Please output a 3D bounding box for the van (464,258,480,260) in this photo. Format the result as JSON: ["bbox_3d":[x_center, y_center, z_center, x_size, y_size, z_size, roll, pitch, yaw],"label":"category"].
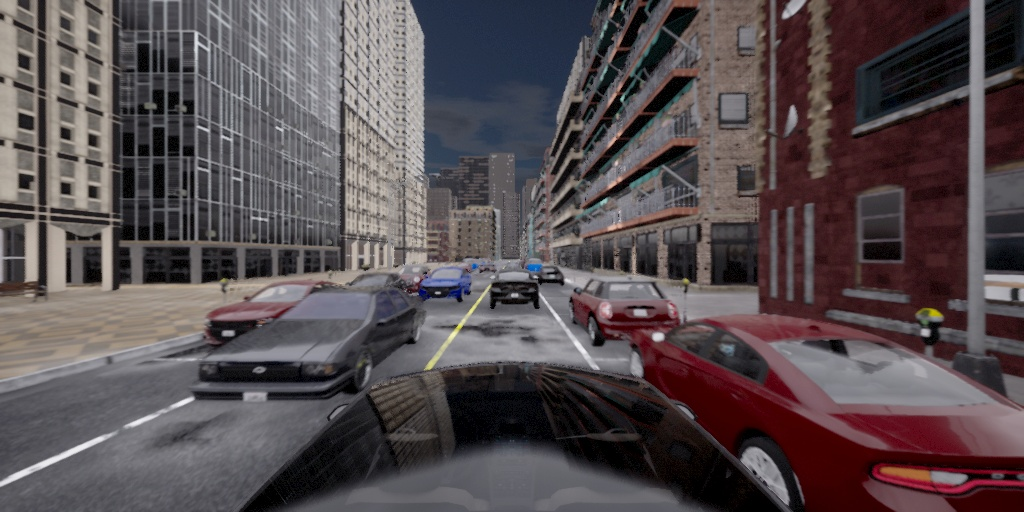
[{"bbox_3d":[-5.698,1.260,48.142,1.690,1.789,3.998,0,0,0],"label":"van"}]

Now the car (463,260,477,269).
[{"bbox_3d":[-5.697,1.443,42.615,1.888,1.381,4.507,0,0,0],"label":"car"}]

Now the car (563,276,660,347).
[{"bbox_3d":[2.687,1.215,9.449,1.967,1.591,4.097,0,0,0],"label":"car"}]

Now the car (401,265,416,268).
[{"bbox_3d":[-5.695,1.253,20.505,1.967,1.591,4.097,0,0,0],"label":"car"}]

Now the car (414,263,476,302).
[{"bbox_3d":[-3.086,1.280,17.491,1.882,1.535,5.008,0,0,0],"label":"car"}]

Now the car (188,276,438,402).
[{"bbox_3d":[-3.083,1.314,6.969,2.033,1.411,5.357,0,0,0],"label":"car"}]

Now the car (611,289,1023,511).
[{"bbox_3d":[2.687,1.302,3.922,1.888,1.381,4.507,0,0,0],"label":"car"}]

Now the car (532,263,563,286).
[{"bbox_3d":[2.685,1.400,26.032,1.948,1.339,4.313,0,0,0],"label":"car"}]

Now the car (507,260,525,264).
[{"bbox_3d":[0.094,1.440,41.176,2.033,1.411,5.357,0,0,0],"label":"car"}]

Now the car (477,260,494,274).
[{"bbox_3d":[-3.010,1.473,44.896,1.994,1.385,4.181,0,0,0],"label":"car"}]

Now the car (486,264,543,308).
[{"bbox_3d":[0.098,1.273,15.446,1.882,1.535,5.008,0,0,0],"label":"car"}]

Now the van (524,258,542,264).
[{"bbox_3d":[2.684,1.239,42.614,1.690,1.789,3.998,0,0,0],"label":"van"}]

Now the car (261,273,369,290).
[{"bbox_3d":[-5.694,1.320,9.449,1.888,1.381,4.507,0,0,0],"label":"car"}]

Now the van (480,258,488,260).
[{"bbox_3d":[-5.700,1.330,64.724,1.690,1.789,3.998,0,0,0],"label":"van"}]

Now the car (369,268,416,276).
[{"bbox_3d":[-5.694,1.359,14.977,1.948,1.339,4.313,0,0,0],"label":"car"}]
